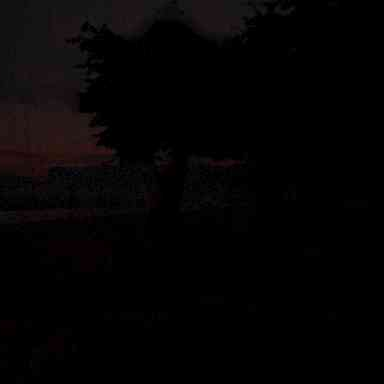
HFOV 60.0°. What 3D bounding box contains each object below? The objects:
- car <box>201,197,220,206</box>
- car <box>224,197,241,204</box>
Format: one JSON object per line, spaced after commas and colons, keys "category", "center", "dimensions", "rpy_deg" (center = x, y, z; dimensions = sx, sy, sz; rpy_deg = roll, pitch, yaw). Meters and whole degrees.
{"category": "car", "center": [3.121, 1.557, 56.637], "dimensions": [1.812, 1.442, 4.674], "rpy_deg": [3, 1, 31]}
{"category": "car", "center": [7.937, 1.595, 65.010], "dimensions": [2.033, 1.411, 5.357], "rpy_deg": [3, 1, 29]}
